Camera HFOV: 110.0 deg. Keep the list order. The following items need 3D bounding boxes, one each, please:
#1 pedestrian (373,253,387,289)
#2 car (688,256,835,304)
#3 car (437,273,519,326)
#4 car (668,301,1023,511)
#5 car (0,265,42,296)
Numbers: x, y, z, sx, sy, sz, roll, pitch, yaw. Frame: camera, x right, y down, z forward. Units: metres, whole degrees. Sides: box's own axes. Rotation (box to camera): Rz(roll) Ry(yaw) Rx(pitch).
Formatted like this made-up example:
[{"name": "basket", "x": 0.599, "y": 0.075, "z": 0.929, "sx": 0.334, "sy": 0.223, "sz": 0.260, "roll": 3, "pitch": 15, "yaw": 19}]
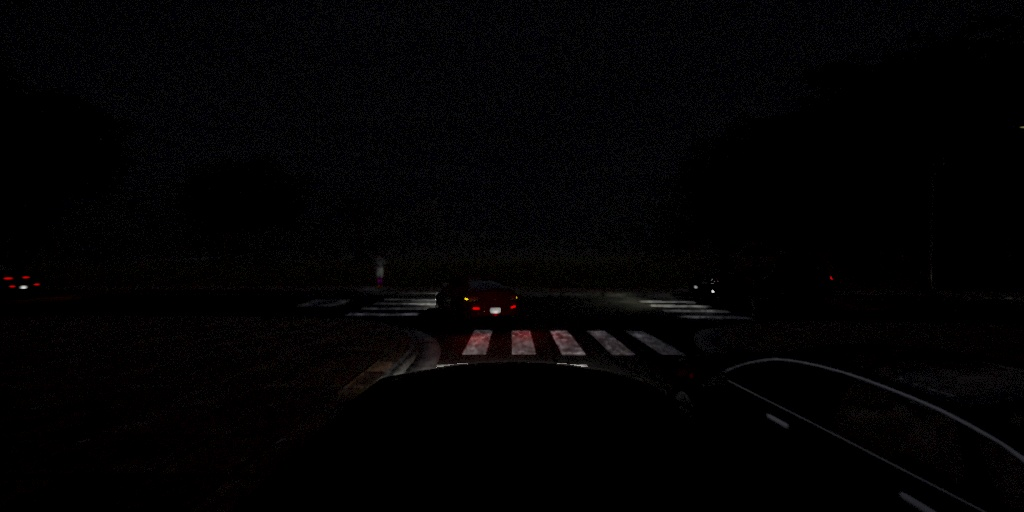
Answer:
[{"name": "pedestrian", "x": -6.879, "y": 0.736, "z": 18.627, "sx": 0.375, "sy": 1.860, "sz": 0.375, "roll": 0, "pitch": 1, "yaw": 0}, {"name": "car", "x": 10.824, "y": 1.036, "z": 15.732, "sx": 5.566, "sy": 2.045, "sz": 2.150, "roll": 1, "pitch": 1, "yaw": 0}, {"name": "car", "x": -1.210, "y": 1.272, "z": 11.795, "sx": 1.812, "sy": 1.442, "sz": 4.674, "roll": 1, "pitch": 0, "yaw": -19}, {"name": "car", "x": 2.637, "y": 1.299, "z": 2.448, "sx": 2.007, "sy": 1.370, "sz": 4.403, "roll": 0, "pitch": 0, "yaw": 0}, {"name": "car", "x": -23.822, "y": 1.118, "z": 15.719, "sx": 4.892, "sy": 1.490, "sz": 1.837, "roll": 0, "pitch": 1, "yaw": 0}]
